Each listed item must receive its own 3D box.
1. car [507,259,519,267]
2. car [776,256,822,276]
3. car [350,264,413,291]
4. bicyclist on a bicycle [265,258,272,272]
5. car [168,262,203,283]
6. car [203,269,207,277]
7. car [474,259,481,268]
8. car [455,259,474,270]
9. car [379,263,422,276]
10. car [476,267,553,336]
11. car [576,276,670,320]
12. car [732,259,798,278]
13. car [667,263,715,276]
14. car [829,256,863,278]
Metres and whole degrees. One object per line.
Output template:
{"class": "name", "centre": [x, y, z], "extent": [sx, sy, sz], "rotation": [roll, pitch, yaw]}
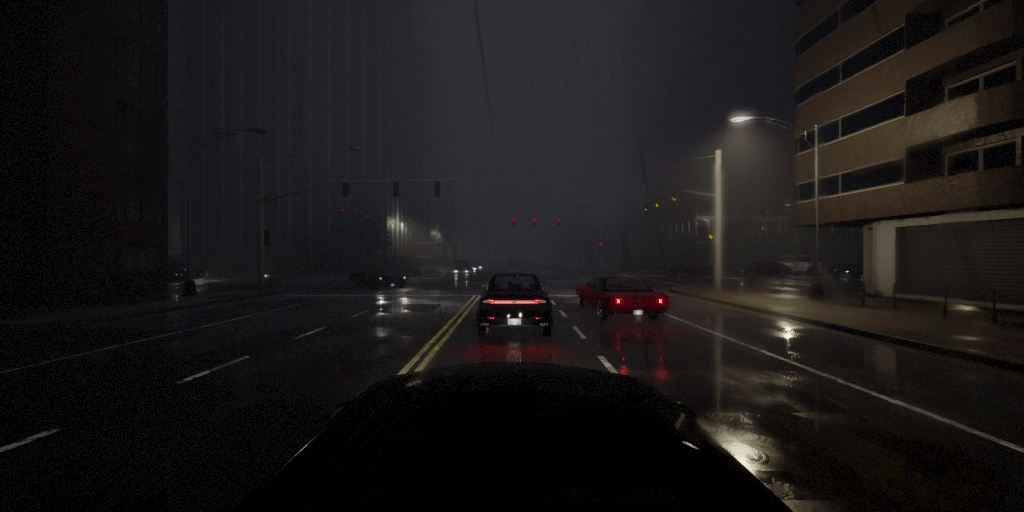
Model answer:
{"class": "car", "centre": [0.152, 1.241, 59.871], "extent": [2.128, 1.511, 4.902], "rotation": [0, 0, 0]}
{"class": "car", "centre": [28.290, 0.971, 36.647], "extent": [5.566, 2.045, 2.150], "rotation": [0, 0, 1]}
{"class": "car", "centre": [-8.294, 1.351, 22.206], "extent": [1.895, 1.301, 4.718], "rotation": [0, 0, -43]}
{"class": "bicyclist on a bicycle", "centre": [-28.736, 1.051, 42.057], "extent": [0.582, 1.620, 1.656], "rotation": [0, 0, 1]}
{"class": "car", "centre": [-26.330, 1.254, 26.549], "extent": [4.892, 1.490, 1.837], "rotation": [0, 0, 1]}
{"class": "car", "centre": [-28.477, 1.254, 30.074], "extent": [4.892, 1.490, 1.837], "rotation": [0, 0, 1]}
{"class": "car", "centre": [-7.014, 1.276, 62.297], "extent": [1.812, 1.442, 4.674], "rotation": [0, 0, 0]}
{"class": "car", "centre": [-7.043, 1.255, 52.213], "extent": [1.837, 1.490, 4.892], "rotation": [0, 0, 0]}
{"class": "car", "centre": [-10.670, 1.298, 31.360], "extent": [5.357, 1.411, 2.033], "rotation": [0, 0, -16]}
{"class": "car", "centre": [0.075, 1.242, 10.368], "extent": [2.128, 1.511, 4.902], "rotation": [0, 0, 0]}
{"class": "car", "centre": [3.591, 1.351, 12.659], "extent": [1.895, 1.301, 4.718], "rotation": [0, 0, -2]}
{"class": "car", "centre": [23.103, 1.255, 33.204], "extent": [4.892, 1.490, 1.837], "rotation": [0, 0, 1]}
{"class": "car", "centre": [18.549, 1.351, 36.776], "extent": [4.718, 1.301, 1.895], "rotation": [0, 0, 1]}
{"class": "car", "centre": [32.677, 0.971, 33.095], "extent": [5.566, 2.045, 2.150], "rotation": [0, 0, 1]}
